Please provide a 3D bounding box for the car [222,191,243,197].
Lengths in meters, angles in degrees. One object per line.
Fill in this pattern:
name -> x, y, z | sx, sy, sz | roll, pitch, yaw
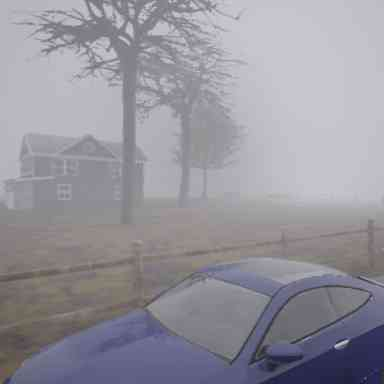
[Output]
car -> 9.319, 0.388, 76.760 | 2.033, 1.411, 5.357 | 1, 0, -36

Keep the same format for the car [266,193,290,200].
car -> 16.953, 0.848, 66.099 | 1.895, 1.301, 4.718 | 1, 0, -36

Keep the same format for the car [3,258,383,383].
car -> 0.609, 1.523, 3.508 | 4.674, 1.442, 1.812 | 0, 0, -35
